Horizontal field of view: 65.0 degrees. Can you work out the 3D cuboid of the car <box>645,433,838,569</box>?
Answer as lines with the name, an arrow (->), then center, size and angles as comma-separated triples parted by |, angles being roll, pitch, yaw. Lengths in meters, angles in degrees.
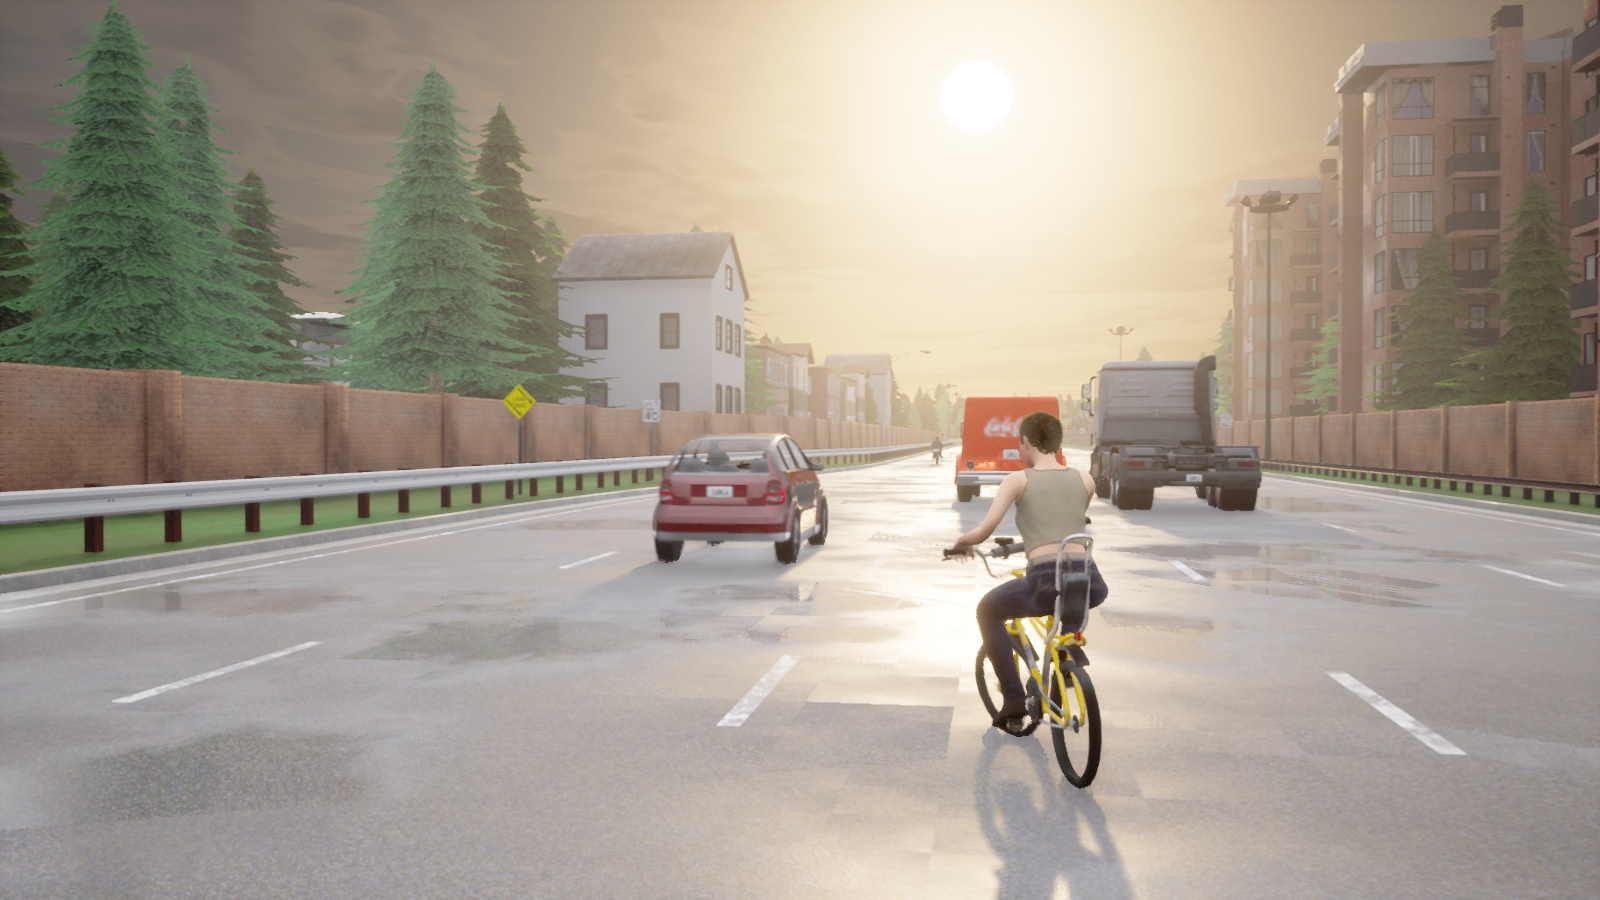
car -> -0.626, 0.558, 16.236 | 1.789, 1.549, 3.705 | 0, 1, 9

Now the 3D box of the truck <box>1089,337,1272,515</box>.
truck -> 8.384, -0.509, 28.655 | 2.891, 3.462, 7.936 | 0, 1, 9

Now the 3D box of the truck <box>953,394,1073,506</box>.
truck -> 5.146, -0.039, 30.625 | 2.627, 2.467, 5.204 | 0, 1, 9

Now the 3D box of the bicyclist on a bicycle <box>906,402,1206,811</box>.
bicyclist on a bicycle -> 1.100, 0.627, 5.799 | 0.866, 1.612, 1.509 | -1, 0, -8
